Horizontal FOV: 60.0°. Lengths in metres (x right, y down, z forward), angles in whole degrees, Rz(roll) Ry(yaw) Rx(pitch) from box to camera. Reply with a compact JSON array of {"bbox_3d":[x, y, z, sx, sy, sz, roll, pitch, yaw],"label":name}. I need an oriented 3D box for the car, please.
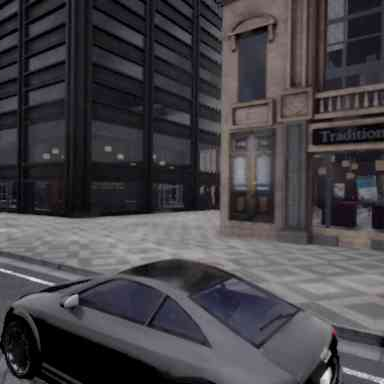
[{"bbox_3d":[-0.480,1.549,4.020,4.181,1.385,1.994,0,0,36],"label":"car"}]
